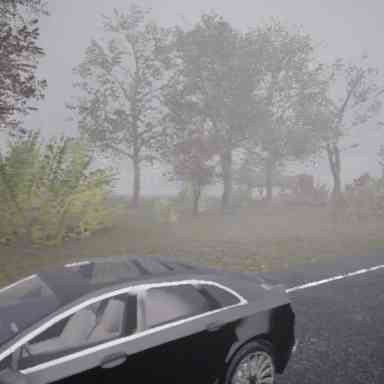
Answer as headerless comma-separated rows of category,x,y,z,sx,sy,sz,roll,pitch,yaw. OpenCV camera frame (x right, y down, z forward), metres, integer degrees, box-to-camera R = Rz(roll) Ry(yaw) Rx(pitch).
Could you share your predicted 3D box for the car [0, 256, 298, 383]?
car,-1.051,1.488,3.210,4.902,1.511,2.128,0,0,-35
